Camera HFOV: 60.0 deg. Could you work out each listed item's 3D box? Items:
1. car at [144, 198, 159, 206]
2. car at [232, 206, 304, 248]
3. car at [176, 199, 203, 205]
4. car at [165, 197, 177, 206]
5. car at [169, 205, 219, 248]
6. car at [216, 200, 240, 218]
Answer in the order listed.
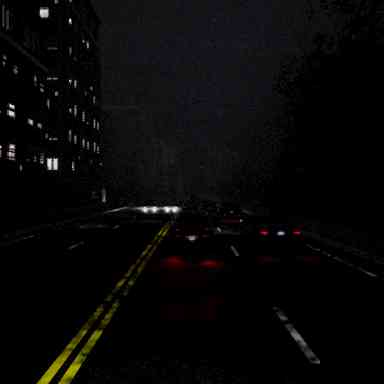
[{"bbox_3d":[-6.500,1.667,53.621,1.895,1.301,4.718,0,0,0],"label":"car"},{"bbox_3d":[3.250,1.561,14.650,2.033,1.411,5.357,0,0,0],"label":"car"},{"bbox_3d":[0.000,1.495,29.650,2.128,1.511,4.902,0,0,0],"label":"car"},{"bbox_3d":[-3.250,1.533,53.651,2.128,1.511,4.902,0,0,0],"label":"car"},{"bbox_3d":[0.000,1.531,14.650,1.812,1.442,4.674,0,0,0],"label":"car"},{"bbox_3d":[3.250,1.485,29.650,1.882,1.535,5.008,0,0,0],"label":"car"}]
